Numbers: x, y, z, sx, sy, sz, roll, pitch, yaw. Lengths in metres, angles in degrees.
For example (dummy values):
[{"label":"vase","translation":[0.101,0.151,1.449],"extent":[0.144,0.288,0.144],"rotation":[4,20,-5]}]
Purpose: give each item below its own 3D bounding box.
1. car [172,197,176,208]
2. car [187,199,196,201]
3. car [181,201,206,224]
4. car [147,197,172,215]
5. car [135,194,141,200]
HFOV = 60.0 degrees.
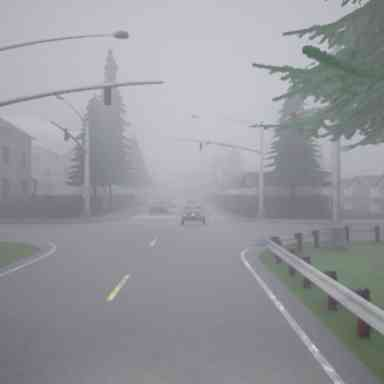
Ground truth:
[{"label":"car","translation":[-3.568,1.581,51.600],"extent":[2.097,1.767,4.553],"rotation":[0,0,0]},{"label":"car","translation":[0.002,1.872,61.255],"extent":[1.895,1.301,4.718],"rotation":[0,0,0]},{"label":"car","translation":[0.097,1.661,25.820],"extent":[2.033,1.411,5.357],"rotation":[0,0,0]},{"label":"car","translation":[-3.588,1.642,37.071],"extent":[1.882,1.535,5.008],"rotation":[0,0,0]},{"label":"car","translation":[-16.773,1.482,91.673],"extent":[3.866,1.878,1.905],"rotation":[0,0,-1]}]
